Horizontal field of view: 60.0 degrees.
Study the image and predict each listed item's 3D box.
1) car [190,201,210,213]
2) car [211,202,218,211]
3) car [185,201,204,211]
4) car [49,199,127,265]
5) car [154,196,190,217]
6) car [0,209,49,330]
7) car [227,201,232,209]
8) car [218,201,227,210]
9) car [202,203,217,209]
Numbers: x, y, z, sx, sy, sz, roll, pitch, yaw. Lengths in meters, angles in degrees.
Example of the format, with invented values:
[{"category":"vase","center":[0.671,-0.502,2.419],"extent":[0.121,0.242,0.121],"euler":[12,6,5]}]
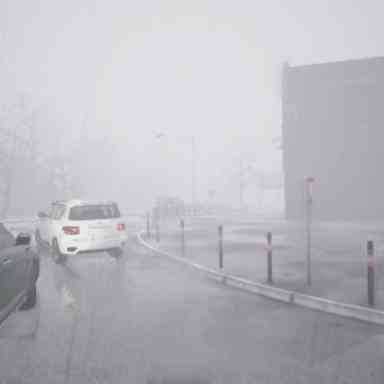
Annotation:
[{"category":"car","center":[0.527,2.114,45.052],"extent":[2.033,1.411,5.357],"euler":[-1,-2,17]},{"category":"car","center":[2.009,2.260,49.946],"extent":[1.994,1.385,4.181],"euler":[-1,-2,17]},{"category":"car","center":[0.507,2.365,56.196],"extent":[1.882,1.535,5.008],"euler":[-1,-2,17]},{"category":"car","center":[-4.286,1.286,12.396],"extent":[2.150,2.045,5.566],"euler":[-1,0,-33]},{"category":"car","center":[-2.209,1.510,34.698],"extent":[2.150,2.045,5.566],"euler":[-1,-2,14]},{"category":"car","center":[-3.764,1.282,4.687],"extent":[2.150,2.045,5.566],"euler":[-1,0,-14]},{"category":"car","center":[6.722,2.600,65.498],"extent":[2.128,1.511,4.902],"euler":[-1,-2,17]},{"category":"car","center":[4.222,2.453,57.245],"extent":[1.994,1.385,4.181],"euler":[-1,-2,17]},{"category":"car","center":[3.502,2.755,66.068],"extent":[1.895,1.301,4.718],"euler":[-1,-2,17]}]
